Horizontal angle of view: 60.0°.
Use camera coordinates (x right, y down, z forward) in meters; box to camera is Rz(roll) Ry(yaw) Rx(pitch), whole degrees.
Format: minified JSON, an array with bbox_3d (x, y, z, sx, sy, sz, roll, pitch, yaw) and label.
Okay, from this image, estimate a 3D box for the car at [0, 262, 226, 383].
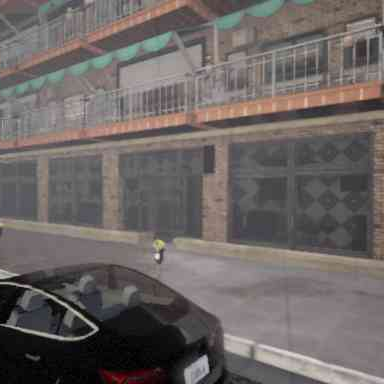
[{"bbox_3d":[-1.650,1.557,4.043,4.313,1.339,1.947,0,0,35],"label":"car"}]
